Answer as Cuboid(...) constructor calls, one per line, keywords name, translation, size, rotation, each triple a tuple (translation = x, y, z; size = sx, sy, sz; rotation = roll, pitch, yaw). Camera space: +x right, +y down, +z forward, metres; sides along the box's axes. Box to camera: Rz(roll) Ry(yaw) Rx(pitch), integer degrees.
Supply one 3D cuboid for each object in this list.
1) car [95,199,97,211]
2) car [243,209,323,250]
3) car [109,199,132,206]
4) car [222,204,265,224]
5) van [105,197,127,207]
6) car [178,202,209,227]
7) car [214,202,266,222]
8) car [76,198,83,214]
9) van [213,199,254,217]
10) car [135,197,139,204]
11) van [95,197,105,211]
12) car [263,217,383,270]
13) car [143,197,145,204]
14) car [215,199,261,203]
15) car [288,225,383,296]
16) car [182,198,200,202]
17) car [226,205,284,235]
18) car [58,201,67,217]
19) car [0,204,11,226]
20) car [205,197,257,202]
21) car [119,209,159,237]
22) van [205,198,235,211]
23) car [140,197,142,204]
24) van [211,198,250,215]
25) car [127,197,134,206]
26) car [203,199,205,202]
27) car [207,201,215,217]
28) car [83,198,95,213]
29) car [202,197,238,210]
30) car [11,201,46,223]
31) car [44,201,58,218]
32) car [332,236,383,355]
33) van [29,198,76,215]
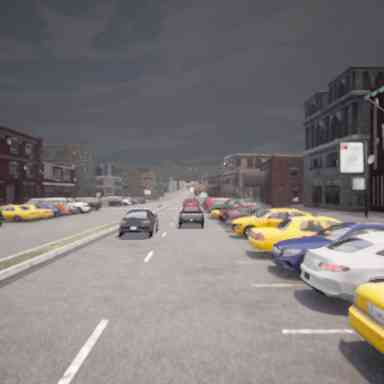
Cuboid(name="car", translation=(-16.045, 2.097, 45.582), size=(4.792, 1.488, 2.163), rotation=(0, -1, 0))
Cuboid(name="car", translation=(4.827, 1.572, 12.325), size=(5.366, 1.575, 1.946), rotation=(0, -1, 0))
Cuboid(name="car", translation=(-16.308, 2.390, 75.914), size=(4.674, 1.452, 2.002), rotation=(0, -1, 0))
Cuboid(name="car", translation=(4.600, 1.707, 20.783), size=(4.892, 1.521, 2.231), rotation=(0, -1, 0))
Cuboid(name="van", translation=(-16.125, 2.046, 67.648), size=(4.442, 1.987, 1.878), rotation=(0, 0, 0))
Cuboid(name="car", translation=(-0.044, 1.793, 25.394), size=(2.128, 1.511, 4.902), rotation=(0, -1, 0))
Cuboid(name="car", translation=(4.557, 1.797, 26.341), size=(5.008, 1.535, 2.097), rotation=(0, -1, 0))
Cuboid(name="car", translation=(-16.063, 1.875, 40.068), size=(4.553, 1.767, 2.185), rotation=(0, -1, 0))
Cuboid(name="van", translation=(4.617, 1.736, 37.461), size=(4.442, 1.987, 1.878), rotation=(0, -1, 0))
Cuboid(name="car", translation=(-16.353, 2.420, 81.426), size=(5.008, 1.535, 2.097), rotation=(0, -1, 0))
Cuboid(name="van", translation=(-16.233, 1.903, 51.102), size=(4.442, 1.987, 1.878), rotation=(0, -1, 0))
Cuboid(name="car", translation=(4.660, 1.580, 9.553), size=(4.674, 1.452, 2.002), rotation=(0, -1, 0))
Cuboid(name="car", translation=(-16.426, 2.603, 92.448), size=(5.008, 1.535, 2.097), rotation=(0, -1, 0))
Cuboid(name="car", translation=(4.578, 1.715, 29.121), size=(4.553, 1.767, 2.185), rotation=(0, -1, 0))
Cuboid(name="car", translation=(4.670, 1.555, 6.895), size=(4.674, 1.452, 2.002), rotation=(0, -1, 0))
Cuboid(name="car", translation=(-0.132, 1.777, 43.123), size=(2.150, 2.045, 5.566), rotation=(0, -1, 0))
Cuboid(name="car", translation=(4.615, 1.659, 17.879), size=(5.008, 1.535, 2.097), rotation=(0, -1, 0))
Cuboid(name="car", translation=(-15.987, 1.967, 34.550), size=(4.674, 1.452, 2.002), rotation=(0, -1, 0))
Cuboid(name="car", translation=(-15.875, 1.634, 23.522), size=(4.553, 1.767, 2.185), rotation=(0, -1, 0))
Cuboid(name="car", translation=(4.485, 1.670, 34.562), size=(5.566, 2.045, 2.435), rotation=(0, -1, 0))
Cuboid(name="car", translation=(-3.008, 1.730, 19.387), size=(1.812, 1.442, 4.674), rotation=(0, -1, 0))
Cuboid(name="van", translation=(4.332, 1.903, 51.355), size=(4.442, 1.987, 1.878), rotation=(0, -1, 0))
Cuboid(name="car", translation=(-16.396, 2.505, 86.937), size=(4.892, 1.521, 2.231), rotation=(0, -1, 0))
Cuboid(name="van", translation=(4.607, 1.772, 40.115), size=(4.442, 1.987, 1.878), rotation=(0, -1, 0))
Cuboid(name="car", translation=(-16.256, 2.069, 73.159), size=(5.566, 2.045, 2.435), rotation=(0, 0, 0))
Cuboid(name="car", translation=(4.495, 1.816, 45.797), size=(5.566, 2.045, 2.435), rotation=(0, -1, 0))
Cuboid(name="car", translation=(4.346, 1.879, 31.774), size=(5.366, 1.575, 1.946), rotation=(0, -1, 0))
Cuboid(name="car", translation=(-16.025, 1.783, 42.828), size=(5.566, 2.045, 2.435), rotation=(0, -1, 0))
Cuboid(name="car", translation=(4.470, 1.905, 54.133), size=(5.566, 2.045, 2.435), rotation=(0, -1, 0))
Cuboid(name="car", translation=(-16.133, 1.843, 29.033), size=(5.366, 1.575, 1.946), rotation=(0, -1, 0))
Cuboid(name="car", translation=(-16.154, 1.884, 31.793), size=(5.366, 1.575, 1.946), rotation=(0, -1, 0))
Cuboid(name="car", translation=(4.875, 1.493, 4.123), size=(5.366, 1.575, 1.946), rotation=(0, 0, 0))
Cuboid(name="van", translation=(-15.894, 1.738, 37.313), size=(4.442, 1.987, 1.878), rotation=(0, -1, 0))
